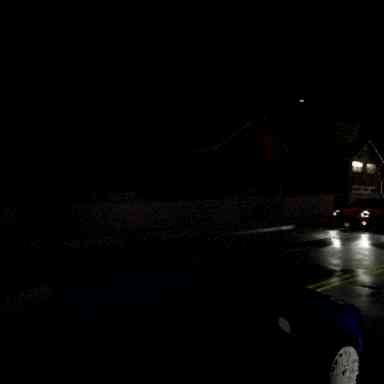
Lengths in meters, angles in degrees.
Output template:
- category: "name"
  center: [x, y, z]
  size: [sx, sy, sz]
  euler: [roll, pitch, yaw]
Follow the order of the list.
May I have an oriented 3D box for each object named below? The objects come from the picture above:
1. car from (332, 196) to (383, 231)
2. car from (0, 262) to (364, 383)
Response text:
- category: "car"
  center: [9.937, 1.114, 18.753]
  size: [4.553, 1.767, 2.097]
  euler: [-1, 1, -35]
- category: "car"
  center: [-0.273, 1.467, 3.242]
  size: [5.008, 1.535, 1.882]
  euler: [-1, 0, -36]
